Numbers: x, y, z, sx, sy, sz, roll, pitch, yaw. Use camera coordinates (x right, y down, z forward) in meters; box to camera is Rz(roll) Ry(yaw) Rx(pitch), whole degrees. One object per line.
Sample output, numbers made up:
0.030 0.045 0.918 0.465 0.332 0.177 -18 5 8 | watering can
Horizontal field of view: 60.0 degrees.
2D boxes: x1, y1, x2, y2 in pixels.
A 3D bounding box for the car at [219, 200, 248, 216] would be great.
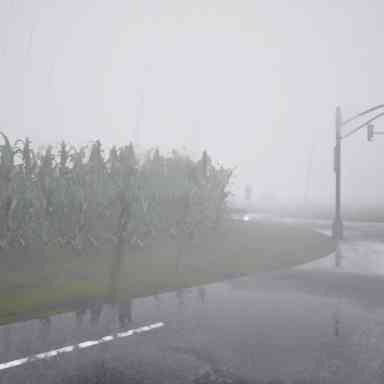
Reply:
3.183 1.497 31.959 2.033 1.411 5.357 1 0 -26 | car
